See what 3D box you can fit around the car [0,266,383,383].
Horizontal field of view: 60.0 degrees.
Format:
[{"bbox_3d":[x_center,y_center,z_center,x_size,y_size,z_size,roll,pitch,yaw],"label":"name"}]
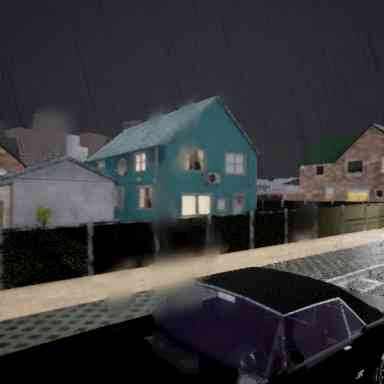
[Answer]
[{"bbox_3d":[0.462,1.604,3.421,4.718,1.301,1.895,-1,0,-36],"label":"car"}]
